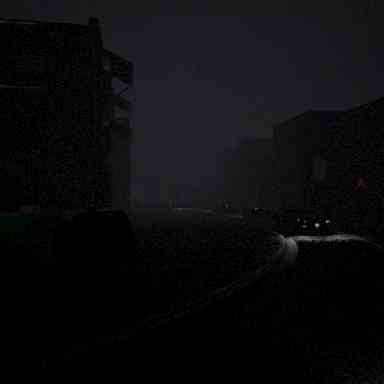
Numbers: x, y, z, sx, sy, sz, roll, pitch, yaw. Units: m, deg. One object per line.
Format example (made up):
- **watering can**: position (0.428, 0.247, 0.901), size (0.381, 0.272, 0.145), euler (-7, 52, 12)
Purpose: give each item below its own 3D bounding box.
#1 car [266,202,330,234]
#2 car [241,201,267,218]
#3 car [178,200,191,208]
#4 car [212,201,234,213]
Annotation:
- **car**: position (5.936, 1.454, 18.692), size (1.837, 1.490, 4.892), euler (0, -2, -5)
- **car**: position (6.655, 1.719, 34.469), size (2.097, 1.767, 4.553), euler (-1, -2, -10)
- **car**: position (-1.481, 2.122, 60.693), size (1.812, 1.442, 4.674), euler (-1, 1, -10)
- **car**: position (4.300, 2.020, 47.097), size (2.097, 1.767, 4.553), euler (-1, 0, -11)
